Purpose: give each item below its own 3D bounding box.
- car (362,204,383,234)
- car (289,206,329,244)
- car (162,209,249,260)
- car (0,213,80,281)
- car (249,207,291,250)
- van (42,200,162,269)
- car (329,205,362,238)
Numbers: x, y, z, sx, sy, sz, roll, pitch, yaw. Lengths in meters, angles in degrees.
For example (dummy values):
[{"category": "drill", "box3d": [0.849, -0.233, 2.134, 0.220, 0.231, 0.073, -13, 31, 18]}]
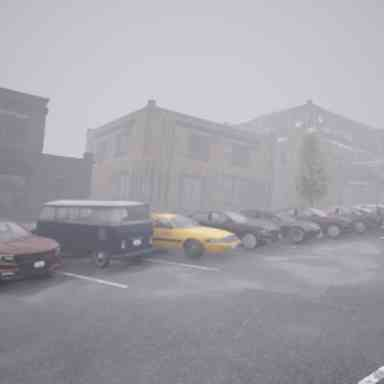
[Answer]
[{"category": "car", "box3d": [8.516, 1.554, 19.712, 4.892, 1.521, 2.231, -1, -1, 34]}, {"category": "car", "box3d": [3.797, 1.557, 16.234, 4.792, 1.488, 2.163, -1, -1, 34]}, {"category": "car", "box3d": [-0.807, 1.496, 12.675, 5.366, 1.575, 1.946, -1, -1, 34]}, {"category": "car", "box3d": [-5.701, 1.476, 9.299, 5.008, 1.535, 2.097, -1, -1, 34]}, {"category": "car", "box3d": [1.400, 1.514, 14.522, 5.008, 1.535, 2.097, -1, -1, 34]}, {"category": "van", "box3d": [-3.427, 1.264, 11.106, 4.442, 1.987, 1.878, -1, -1, 34]}, {"category": "car", "box3d": [6.139, 1.540, 17.992, 5.008, 1.535, 2.097, -1, -1, 34]}]
